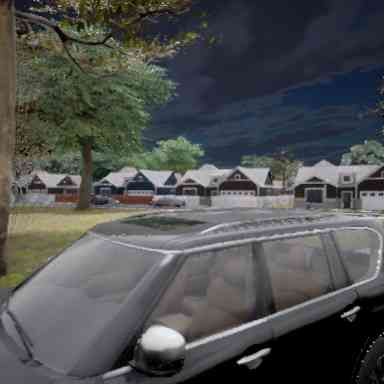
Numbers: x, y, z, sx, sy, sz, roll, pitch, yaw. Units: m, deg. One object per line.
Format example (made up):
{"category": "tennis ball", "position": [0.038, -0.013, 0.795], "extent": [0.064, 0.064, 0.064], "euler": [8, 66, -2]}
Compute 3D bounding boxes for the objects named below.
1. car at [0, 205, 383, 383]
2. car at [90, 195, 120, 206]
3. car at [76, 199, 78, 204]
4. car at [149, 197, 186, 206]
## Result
{"category": "car", "position": [-0.123, 1.225, 2.982], "extent": [5.566, 2.045, 2.150], "euler": [0, 0, -35]}
{"category": "car", "position": [-12.638, 1.333, 48.284], "extent": [4.902, 1.511, 2.128], "euler": [0, 0, 28]}
{"category": "car", "position": [-16.455, 1.181, 53.375], "extent": [4.553, 1.767, 2.097], "euler": [0, 0, 27]}
{"category": "car", "position": [-3.453, 1.449, 46.629], "extent": [5.357, 1.411, 2.033], "euler": [0, 0, 27]}
